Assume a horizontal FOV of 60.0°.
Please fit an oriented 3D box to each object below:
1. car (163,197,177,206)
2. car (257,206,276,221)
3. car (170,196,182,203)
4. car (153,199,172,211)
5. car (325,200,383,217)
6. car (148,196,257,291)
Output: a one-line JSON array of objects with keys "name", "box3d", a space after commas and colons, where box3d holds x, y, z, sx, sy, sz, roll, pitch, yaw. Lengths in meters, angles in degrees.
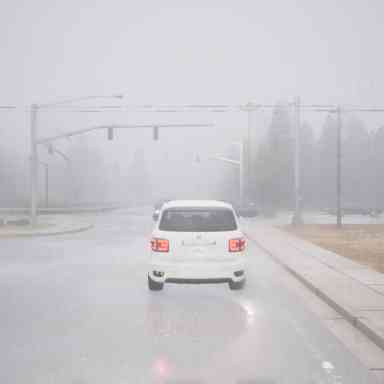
[{"name": "car", "box3d": [-3.591, 1.563, 55.217, 1.994, 1.385, 4.181, 0, 0, 0]}, {"name": "car", "box3d": [4.315, 1.510, 27.138, 4.902, 1.511, 2.128, 0, 0, 10]}, {"name": "car", "box3d": [-3.364, 1.539, 70.317, 2.033, 1.411, 5.357, 0, 0, 1]}, {"name": "car", "box3d": [-3.614, 1.564, 41.695, 1.994, 1.385, 4.181, 0, 0, 0]}, {"name": "car", "box3d": [14.882, 1.518, 30.593, 4.902, 1.511, 2.128, 0, 0, 1]}, {"name": "car", "box3d": [0.062, 1.218, 9.178, 2.150, 2.045, 5.566, 0, 0, -2]}]
